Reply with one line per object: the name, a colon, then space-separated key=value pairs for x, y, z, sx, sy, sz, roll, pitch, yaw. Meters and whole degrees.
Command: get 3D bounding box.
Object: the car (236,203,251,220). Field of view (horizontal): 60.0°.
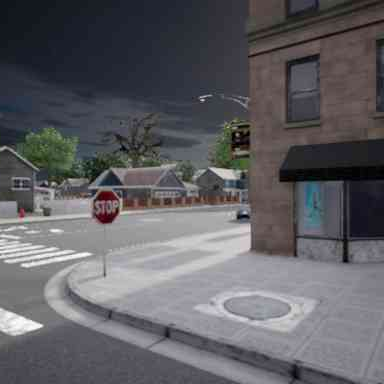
car: x=5.325 y=1.572 z=27.571 sx=1.994 sy=1.385 sz=4.181 roll=0 pitch=0 yaw=36
